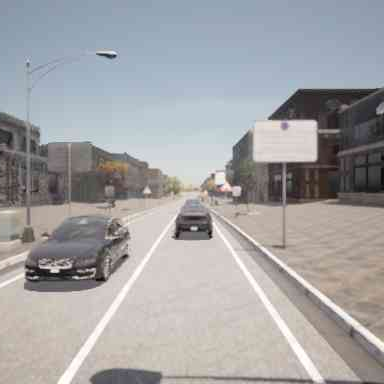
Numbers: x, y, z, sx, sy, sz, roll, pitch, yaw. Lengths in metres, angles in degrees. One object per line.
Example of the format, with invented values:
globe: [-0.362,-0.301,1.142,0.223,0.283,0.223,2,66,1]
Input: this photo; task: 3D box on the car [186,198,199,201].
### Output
car: [0.088,1.444,36.711,2.097,1.767,4.553,0,1,0]

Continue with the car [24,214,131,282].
car: [-3.003,1.461,9.703,1.837,1.490,4.892,0,0,0]

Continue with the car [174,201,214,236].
car: [0.094,1.446,17.756,1.837,1.490,4.892,0,0,0]
